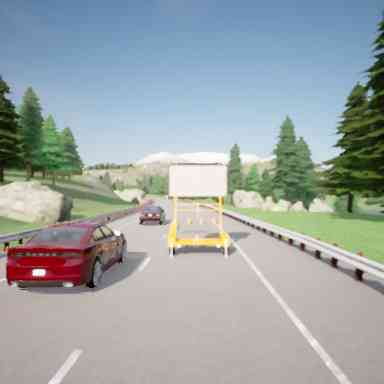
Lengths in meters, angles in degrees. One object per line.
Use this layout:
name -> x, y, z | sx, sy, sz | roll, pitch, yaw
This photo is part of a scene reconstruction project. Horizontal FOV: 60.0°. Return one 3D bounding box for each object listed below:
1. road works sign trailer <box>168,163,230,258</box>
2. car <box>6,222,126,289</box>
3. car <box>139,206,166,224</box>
road works sign trailer -> 0.245, 0.614, 13.531 | 2.380, 3.560, 2.880 | 0, -1, 0
car -> -3.236, 1.596, 9.584 | 1.882, 1.535, 5.008 | 0, -1, 1
car -> -3.259, 1.868, 27.933 | 2.033, 1.411, 5.357 | 0, -1, -1
